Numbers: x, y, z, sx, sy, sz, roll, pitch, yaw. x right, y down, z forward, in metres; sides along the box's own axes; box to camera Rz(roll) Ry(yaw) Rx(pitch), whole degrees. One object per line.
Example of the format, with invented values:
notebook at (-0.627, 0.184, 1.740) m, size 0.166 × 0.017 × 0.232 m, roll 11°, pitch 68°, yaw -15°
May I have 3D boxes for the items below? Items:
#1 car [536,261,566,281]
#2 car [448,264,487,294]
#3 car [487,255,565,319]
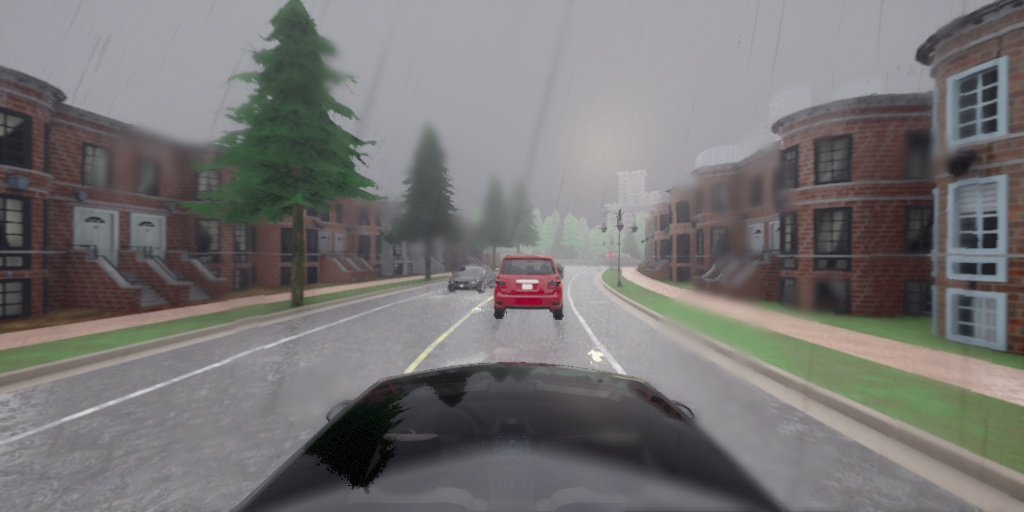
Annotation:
car at (3.505, 1.272, 31.286) m, size 2.128 × 1.511 × 4.902 m, roll 0°, pitch 0°, yaw 12°
car at (-2.193, 1.253, 20.486) m, size 1.837 × 1.490 × 4.892 m, roll 0°, pitch 0°, yaw 8°
car at (0.665, 0.980, 12.990) m, size 2.150 × 2.045 × 5.566 m, roll 0°, pitch 0°, yaw 5°
